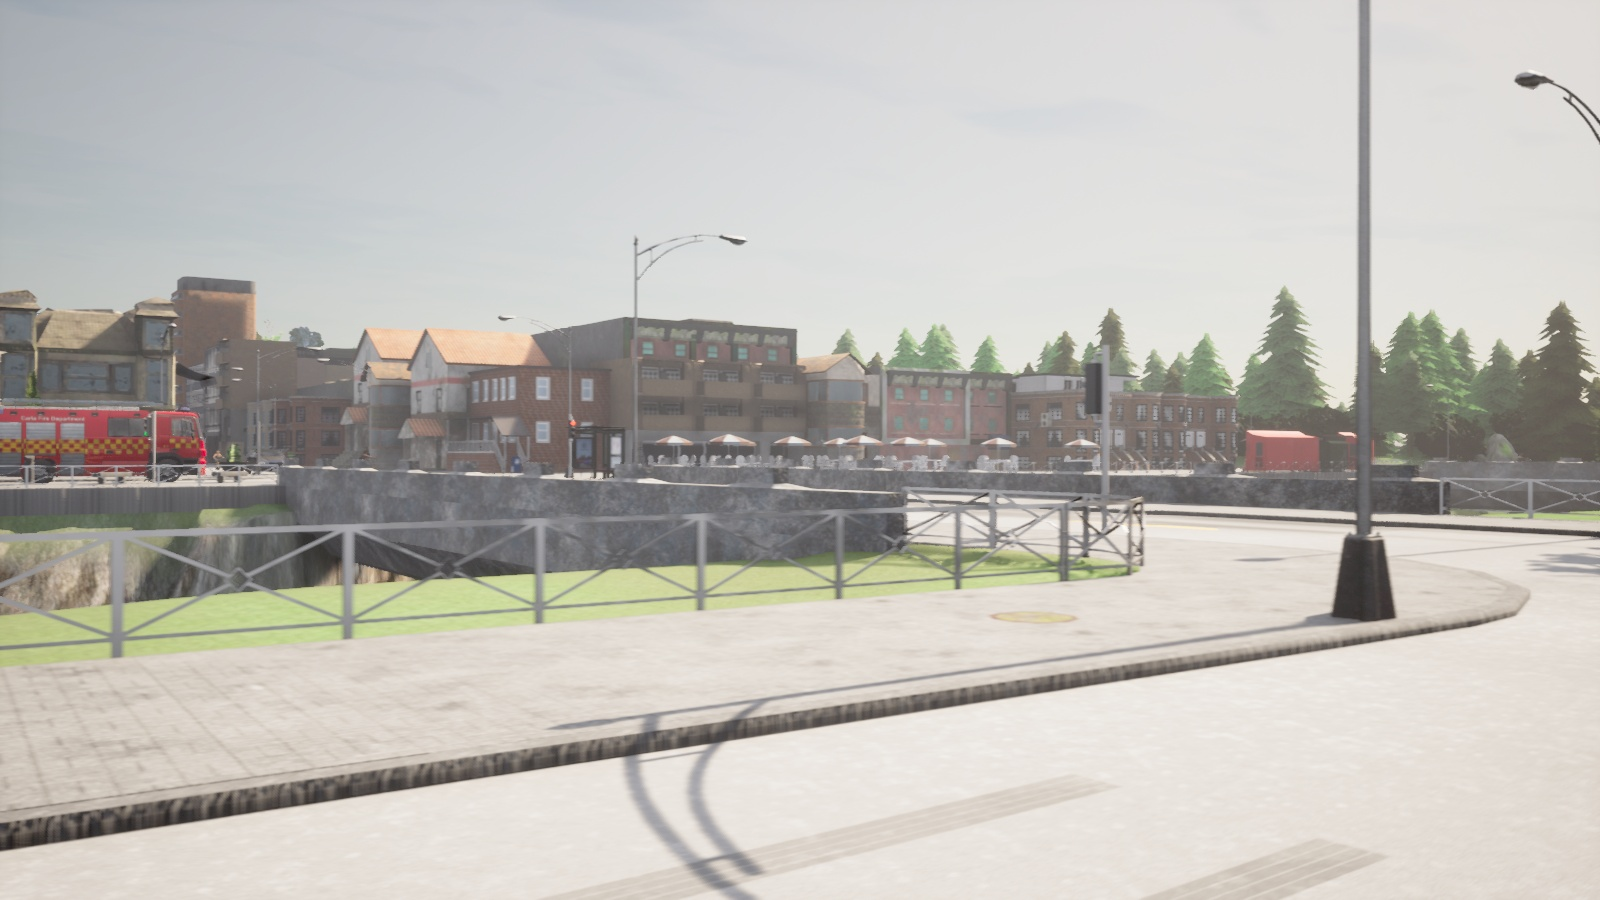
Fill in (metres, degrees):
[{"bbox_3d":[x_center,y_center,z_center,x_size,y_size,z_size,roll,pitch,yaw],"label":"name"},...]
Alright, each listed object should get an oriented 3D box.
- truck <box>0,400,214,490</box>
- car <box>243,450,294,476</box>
[{"bbox_3d":[-31.687,-0.212,57.422,8.468,3.827,2.891,0,0,-35],"label":"truck"},{"bbox_3d":[-35.342,0.868,83.411,2.242,1.667,4.611,0,0,-35],"label":"car"}]
